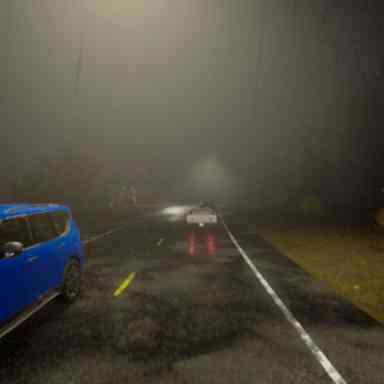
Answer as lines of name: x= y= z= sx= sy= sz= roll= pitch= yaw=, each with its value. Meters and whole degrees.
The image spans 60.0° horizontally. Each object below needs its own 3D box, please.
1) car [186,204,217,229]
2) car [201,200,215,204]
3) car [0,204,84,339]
car: x=0.679 y=1.737 z=22.642 sx=1.895 sy=1.301 sz=4.718 roll=0 pitch=0 yaw=3
car: x=1.990 y=1.738 z=42.232 sx=2.128 sy=1.511 sz=4.902 roll=0 pitch=0 yaw=5
car: x=-3.541 y=1.253 z=5.362 sx=2.150 sy=2.045 sz=5.566 roll=0 pitch=0 yaw=1
